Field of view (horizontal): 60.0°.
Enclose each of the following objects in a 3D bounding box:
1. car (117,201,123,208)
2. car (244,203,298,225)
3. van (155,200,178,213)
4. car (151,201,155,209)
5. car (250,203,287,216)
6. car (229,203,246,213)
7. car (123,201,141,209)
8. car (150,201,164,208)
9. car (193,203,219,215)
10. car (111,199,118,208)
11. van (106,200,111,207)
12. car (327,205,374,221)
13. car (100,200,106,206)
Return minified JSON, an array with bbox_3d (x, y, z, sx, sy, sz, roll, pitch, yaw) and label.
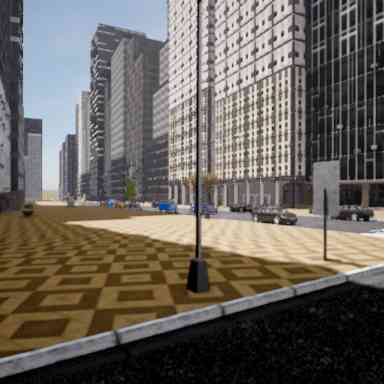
[{"bbox_3d":[-13.025,2.580,66.486,1.752,1.417,4.829,-1,-1,-26],"label":"car"},{"bbox_3d":[6.385,1.797,26.080,2.008,1.369,4.403,-1,-1,-26],"label":"car"},{"bbox_3d":[-3.360,1.986,46.363,1.690,1.788,3.998,-1,-1,-26],"label":"van"},{"bbox_3d":[-5.471,2.152,57.004,1.837,1.490,4.892,0,-1,-26],"label":"car"},{"bbox_3d":[9.069,2.043,39.848,1.947,1.339,4.313,-1,-1,-26],"label":"car"},{"bbox_3d":[6.633,2.143,44.918,1.947,1.339,4.313,-1,-1,-26],"label":"car"},{"bbox_3d":[-10.662,2.503,61.569,2.008,1.369,4.403,-1,-1,-26],"label":"car"},{"bbox_3d":[-7.978,2.778,75.336,1.802,1.307,4.206,-1,-1,-26],"label":"car"},{"bbox_3d":[1.658,2.070,41.943,1.812,1.442,4.674,0,-1,-26],"label":"car"},{"bbox_3d":[-15.533,2.708,71.708,1.887,1.381,4.507,-1,-1,-26],"label":"car"},{"bbox_3d":[-17.971,2.610,76.779,1.690,1.788,3.998,-1,-1,-26],"label":"van"},{"bbox_3d":[13.939,1.830,29.709,2.008,1.369,4.403,-1,-1,-26],"label":"car"},{"bbox_3d":[-22.838,3.027,86.916,1.887,1.381,4.507,-1,-1,-26],"label":"car"}]
